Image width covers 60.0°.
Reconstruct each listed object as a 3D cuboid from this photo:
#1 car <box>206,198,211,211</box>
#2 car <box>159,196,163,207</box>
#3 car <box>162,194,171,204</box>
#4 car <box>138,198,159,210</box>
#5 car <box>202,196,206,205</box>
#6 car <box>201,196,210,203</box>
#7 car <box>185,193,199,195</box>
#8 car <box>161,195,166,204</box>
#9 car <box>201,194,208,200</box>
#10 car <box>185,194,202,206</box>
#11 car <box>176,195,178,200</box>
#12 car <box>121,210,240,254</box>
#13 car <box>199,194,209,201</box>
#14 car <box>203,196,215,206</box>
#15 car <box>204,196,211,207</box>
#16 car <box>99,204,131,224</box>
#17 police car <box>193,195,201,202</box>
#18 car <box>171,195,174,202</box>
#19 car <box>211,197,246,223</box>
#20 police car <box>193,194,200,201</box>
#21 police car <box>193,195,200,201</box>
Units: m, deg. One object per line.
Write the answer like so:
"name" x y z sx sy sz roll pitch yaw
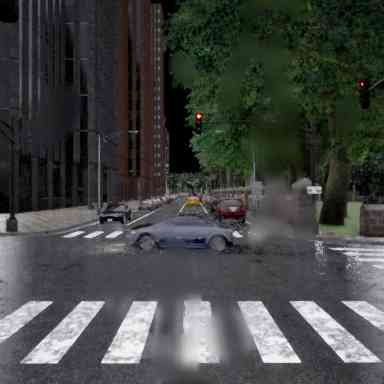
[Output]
"car" 2.875 1.588 36.129 1.947 1.339 4.313 0 0 0
"car" -5.616 1.617 47.062 1.802 1.307 4.206 0 0 0
"car" -5.565 1.635 63.433 1.802 1.307 4.206 0 0 0
"car" -5.633 1.579 41.605 2.008 1.369 4.403 0 0 0
"car" 2.909 1.585 47.042 2.008 1.369 4.403 0 0 0
"car" 2.995 1.593 74.495 1.752 1.417 4.829 0 0 0
"car" 0.204 1.277 65.377 2.150 2.045 5.566 0 0 0
"car" -5.599 1.623 52.519 1.802 1.307 4.206 0 0 0
"car" 2.926 1.481 52.499 1.967 1.590 4.097 0 0 0
"car" 0.223 1.522 55.251 1.882 1.535 5.008 0 0 0
"car" -5.479 1.534 90.718 1.967 1.590 4.097 0 0 0
"car" -0.423 1.586 13.282 4.181 1.385 1.994 1 0 0
"car" 3.029 1.400 85.238 2.192 1.841 5.009 0 0 0
"car" 2.943 1.487 57.956 1.967 1.590 4.097 0 0 0
"car" 2.892 1.579 41.586 2.008 1.369 4.403 0 0 0
"car" -5.685 1.577 25.234 1.947 1.339 4.313 0 0 0
"police car" 1.138 1.495 75.988 1.930 1.638 5.238 0 0 0
"car" -5.547 1.375 68.890 2.192 1.841 5.009 0 0 0
"car" 2.841 1.326 25.217 2.192 1.841 5.009 0 0 0
"police car" 1.188 1.521 91.988 1.930 1.638 5.238 0 0 0
"police car" 1.151 1.512 85.988 1.930 1.638 5.238 0 0 0
